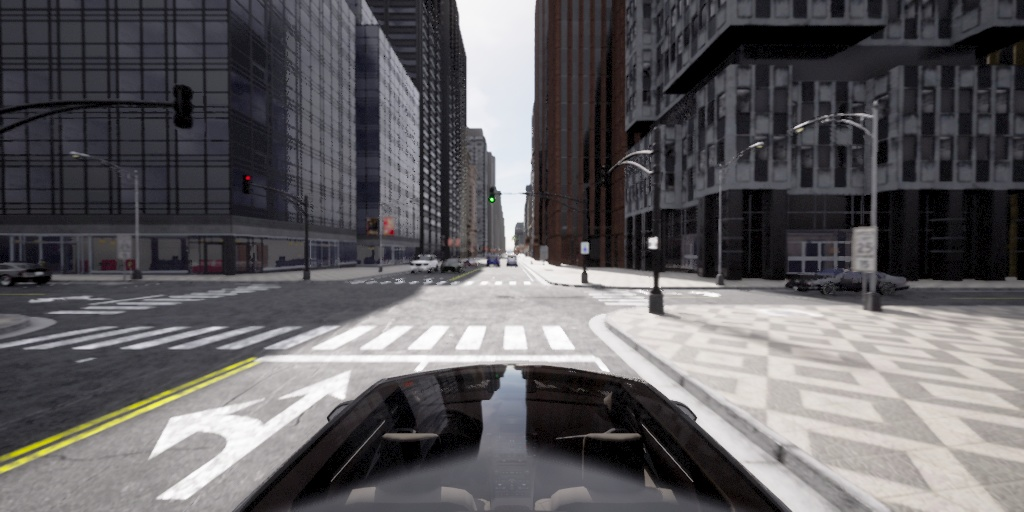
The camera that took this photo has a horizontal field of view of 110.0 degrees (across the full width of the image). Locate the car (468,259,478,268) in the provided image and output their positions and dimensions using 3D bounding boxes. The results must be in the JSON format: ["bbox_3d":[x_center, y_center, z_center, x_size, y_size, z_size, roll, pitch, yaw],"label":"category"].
[{"bbox_3d":[-6.551,1.185,56.815,1.994,1.385,4.181,0,0,1],"label":"car"}]

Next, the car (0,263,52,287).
[{"bbox_3d":[-30.549,1.081,21.604,4.313,1.339,1.948,0,0,0],"label":"car"}]

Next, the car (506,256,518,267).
[{"bbox_3d":[-0.019,1.172,62.719,1.994,1.385,4.181,0,0,0],"label":"car"}]

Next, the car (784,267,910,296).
[{"bbox_3d":[17.760,1.321,19.102,5.357,1.411,2.033,0,1,0],"label":"car"}]

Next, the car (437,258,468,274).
[{"bbox_3d":[-6.590,1.011,39.968,2.097,1.767,4.553,0,0,0],"label":"car"}]

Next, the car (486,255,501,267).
[{"bbox_3d":[-3.269,0.830,62.332,2.150,2.045,5.566,0,0,0],"label":"car"}]

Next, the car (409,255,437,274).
[{"bbox_3d":[-9.837,0.878,40.501,2.150,2.045,5.566,0,0,0],"label":"car"}]
